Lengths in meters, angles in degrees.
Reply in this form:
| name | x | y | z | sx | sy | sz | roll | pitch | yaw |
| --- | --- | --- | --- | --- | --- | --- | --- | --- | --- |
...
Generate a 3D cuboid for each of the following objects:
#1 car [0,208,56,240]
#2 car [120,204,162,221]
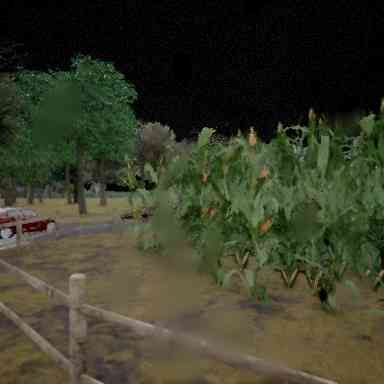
| name | x | y | z | sx | sy | sz | roll | pitch | yaw |
| --- | --- | --- | --- | --- | --- | --- | --- | --- | --- |
| car | -9.312 | 1.578 | 17.623 | 1.882 | 1.535 | 5.008 | -2 | -2 | 19 |
| car | -4.551 | 1.884 | 31.244 | 1.882 | 1.535 | 5.008 | -1 | -2 | 36 |
